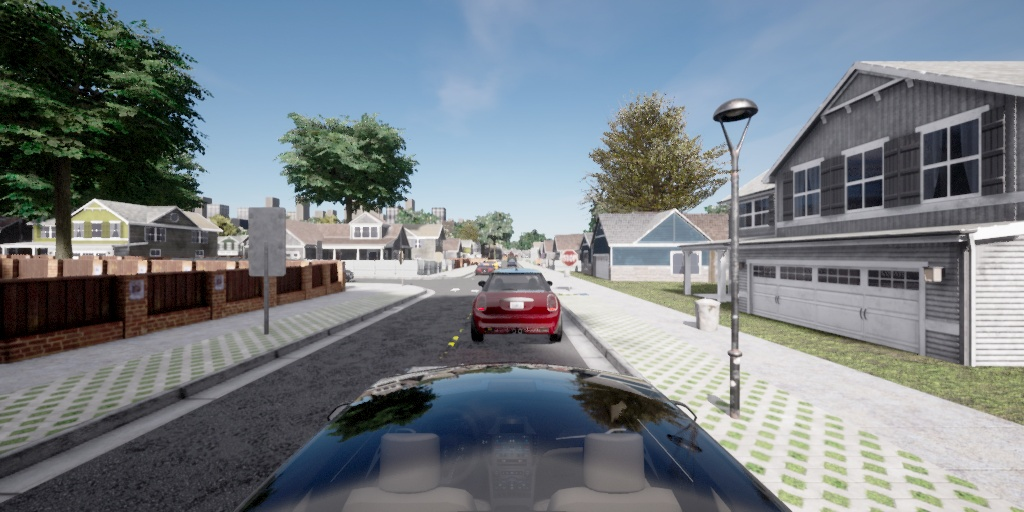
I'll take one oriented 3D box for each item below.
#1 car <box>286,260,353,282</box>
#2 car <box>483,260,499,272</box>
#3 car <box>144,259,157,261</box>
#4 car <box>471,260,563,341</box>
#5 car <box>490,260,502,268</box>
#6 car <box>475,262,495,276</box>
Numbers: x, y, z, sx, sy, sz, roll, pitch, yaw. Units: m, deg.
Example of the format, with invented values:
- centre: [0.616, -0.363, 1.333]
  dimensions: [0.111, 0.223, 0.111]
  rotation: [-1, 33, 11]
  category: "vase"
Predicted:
- centre: [-13.554, 1.151, 25.060]
  dimensions: [4.674, 1.442, 1.812]
  rotation: [1, 0, 2]
  category: "car"
- centre: [-2.839, 1.307, 49.341]
  dimensions: [1.882, 1.535, 5.008]
  rotation: [0, 0, 0]
  category: "car"
- centre: [-24.197, 0.993, 25.105]
  dimensions: [4.902, 1.511, 2.128]
  rotation: [1, 0, 0]
  category: "car"
- centre: [0.103, 1.107, 10.017]
  dimensions: [2.097, 1.767, 4.553]
  rotation: [0, 0, 0]
  category: "car"
- centre: [-2.788, 1.395, 63.719]
  dimensions: [1.812, 1.442, 4.674]
  rotation: [0, 0, 1]
  category: "car"
- centre: [-2.852, 1.373, 38.990]
  dimensions: [1.994, 1.385, 4.181]
  rotation: [0, 0, -1]
  category: "car"
